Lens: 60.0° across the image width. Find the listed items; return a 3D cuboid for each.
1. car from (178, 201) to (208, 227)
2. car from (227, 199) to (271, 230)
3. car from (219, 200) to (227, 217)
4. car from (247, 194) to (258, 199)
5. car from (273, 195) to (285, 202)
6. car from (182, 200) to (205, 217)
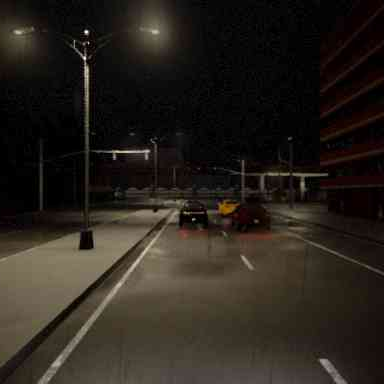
[{"bbox_3d":[0.094,1.488,22.654,2.128,1.511,4.902,0,0,0],"label":"car"},{"bbox_3d":[3.593,1.477,21.022,1.882,1.535,5.008,0,0,0],"label":"car"},{"bbox_3d":[3.593,1.476,31.293,1.882,1.535,5.008,0,0,0],"label":"car"},{"bbox_3d":[13.190,1.292,71.548,2.242,1.667,4.611,0,0,0],"label":"car"},{"bbox_3d":[18.935,1.453,72.312,1.970,1.475,3.806,0,0,0],"label":"car"},{"bbox_3d":[0.094,1.563,31.967,1.994,1.385,4.181,0,0,-1],"label":"car"}]
